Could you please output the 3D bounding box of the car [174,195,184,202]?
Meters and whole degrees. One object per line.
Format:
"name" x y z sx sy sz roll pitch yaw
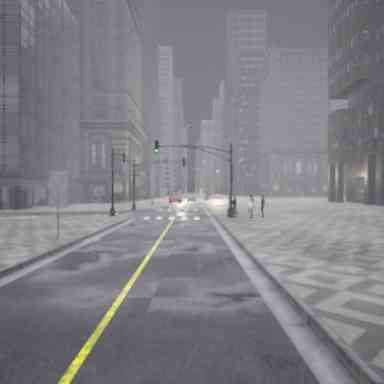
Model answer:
"car" -3.048 1.447 77.015 2.128 1.511 4.902 0 0 0

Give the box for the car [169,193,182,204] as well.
"car" -3.062 1.164 61.318 2.150 2.045 5.566 0 0 1

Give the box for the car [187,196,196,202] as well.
"car" -0.045 1.479 72.426 2.033 1.411 5.357 0 0 0

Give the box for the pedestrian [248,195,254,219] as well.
"pedestrian" 4.619 1.109 25.971 0.375 1.860 0.375 0 0 0

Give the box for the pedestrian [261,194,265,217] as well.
"pedestrian" 5.618 1.099 26.571 0.375 1.860 0.375 0 0 0

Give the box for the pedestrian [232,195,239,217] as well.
"pedestrian" 3.509 1.113 27.170 0.375 1.860 0.375 0 0 0
